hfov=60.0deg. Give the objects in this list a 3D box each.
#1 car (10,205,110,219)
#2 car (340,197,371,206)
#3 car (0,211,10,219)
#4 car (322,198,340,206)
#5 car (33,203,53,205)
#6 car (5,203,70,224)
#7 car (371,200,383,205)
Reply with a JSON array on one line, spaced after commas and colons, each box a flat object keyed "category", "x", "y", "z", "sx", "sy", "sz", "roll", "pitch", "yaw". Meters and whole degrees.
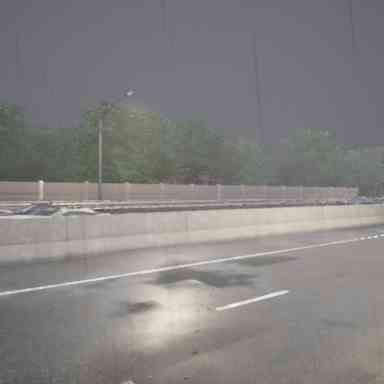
[{"category": "car", "x": -6.266, "y": 1.535, "z": 16.727, "sx": 4.674, "sy": 1.442, "sz": 1.812, "roll": 0, "pitch": 0, "yaw": -36}, {"category": "car", "x": 23.334, "y": 1.491, "z": 46.563, "sx": 4.553, "sy": 1.767, "sz": 2.097, "roll": 0, "pitch": 0, "yaw": -35}, {"category": "car", "x": -8.803, "y": 1.608, "z": 19.215, "sx": 4.718, "sy": 1.301, "sz": 1.895, "roll": 0, "pitch": 0, "yaw": -36}, {"category": "car", "x": 21.352, "y": 1.663, "z": 49.447, "sx": 4.674, "sy": 1.442, "sz": 1.812, "roll": 0, "pitch": 0, "yaw": -35}, {"category": "car", "x": -10.376, "y": 1.534, "z": 22.393, "sx": 4.674, "sy": 1.442, "sz": 1.812, "roll": 0, "pitch": 0, "yaw": -36}, {"category": "car", "x": -11.871, "y": 1.574, "z": 25.627, "sx": 4.181, "sy": 1.385, "sz": 1.994, "roll": 0, "pitch": 0, "yaw": -36}, {"category": "car", "x": 26.224, "y": 1.706, "z": 44.328, "sx": 4.181, "sy": 1.385, "sz": 1.994, "roll": 0, "pitch": 0, "yaw": -35}]
